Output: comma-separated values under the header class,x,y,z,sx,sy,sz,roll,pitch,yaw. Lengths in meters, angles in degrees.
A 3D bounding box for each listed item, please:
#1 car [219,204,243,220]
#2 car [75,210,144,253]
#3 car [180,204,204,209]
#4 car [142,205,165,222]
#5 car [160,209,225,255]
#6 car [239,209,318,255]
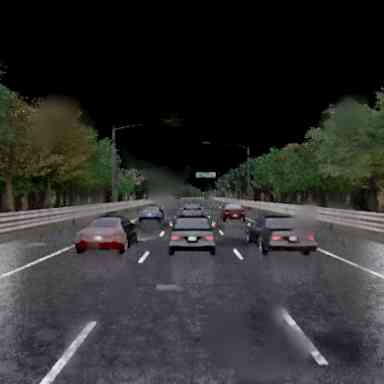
class,x,y,z,sx,sy,sz,roll,pitch,yaw
car,3.522,1.755,29.481,1.882,1.535,5.008,0,0,0
car,-3.488,1.700,14.366,1.994,1.385,4.181,0,0,0
car,0.020,1.768,29.291,2.128,1.511,4.902,0,0,0
car,-3.482,1.840,29.306,1.994,1.385,4.181,0,0,0
car,0.008,1.680,13.987,2.033,1.411,5.357,0,-1,0
car,3.508,1.680,13.985,2.033,1.411,5.357,0,-1,0
